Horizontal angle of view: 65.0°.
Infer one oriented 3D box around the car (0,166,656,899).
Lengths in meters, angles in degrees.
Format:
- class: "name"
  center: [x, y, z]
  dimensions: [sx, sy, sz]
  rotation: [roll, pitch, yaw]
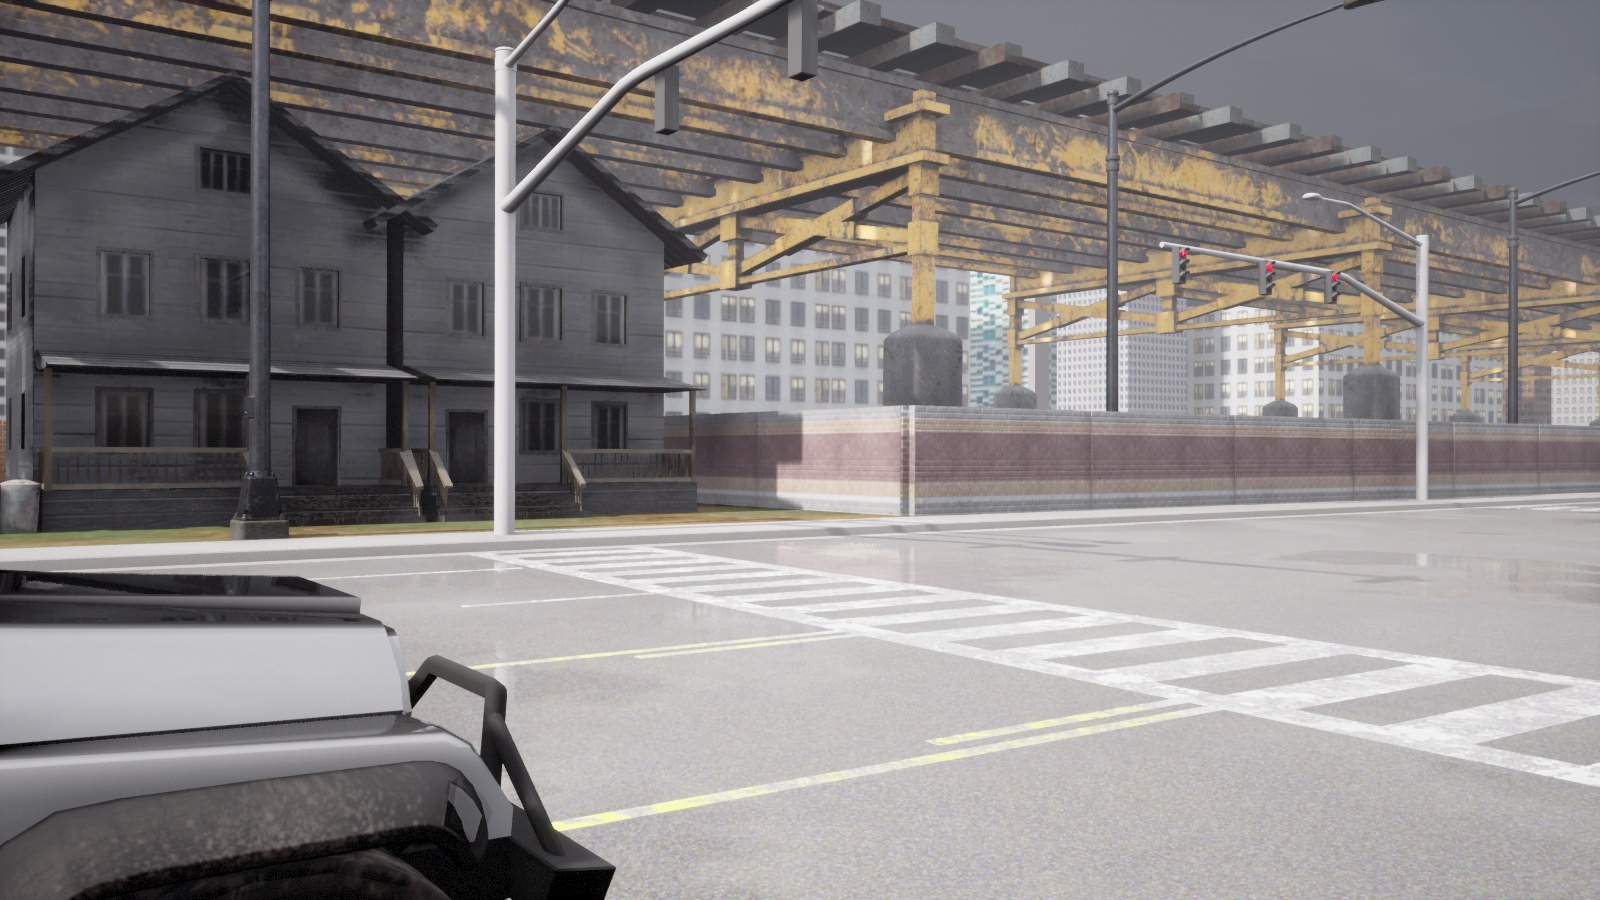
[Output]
- class: "car"
  center: [-2.398, 0.551, 1.999]
  dimensions: [3.866, 1.878, 1.905]
  rotation: [0, 0, -34]
